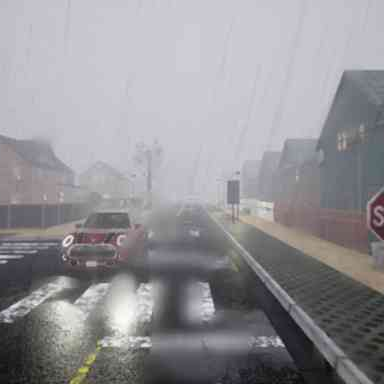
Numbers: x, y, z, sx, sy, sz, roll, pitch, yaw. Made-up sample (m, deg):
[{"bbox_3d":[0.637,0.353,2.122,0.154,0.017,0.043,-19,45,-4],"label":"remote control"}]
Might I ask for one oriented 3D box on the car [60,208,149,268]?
[{"bbox_3d":[-2.775,1.410,11.430,2.097,1.767,4.553,0,0,0],"label":"car"}]
